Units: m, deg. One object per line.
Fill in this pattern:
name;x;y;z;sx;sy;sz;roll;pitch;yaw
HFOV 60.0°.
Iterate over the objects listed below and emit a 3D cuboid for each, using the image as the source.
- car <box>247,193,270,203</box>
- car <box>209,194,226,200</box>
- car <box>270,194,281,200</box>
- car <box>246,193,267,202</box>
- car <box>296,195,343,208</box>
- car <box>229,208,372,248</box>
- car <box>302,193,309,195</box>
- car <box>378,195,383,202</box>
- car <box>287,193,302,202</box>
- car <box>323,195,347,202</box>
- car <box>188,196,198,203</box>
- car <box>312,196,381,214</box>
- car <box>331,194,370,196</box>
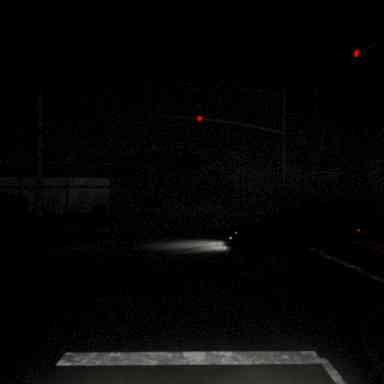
car;12.791;1.391;65.747;3.806;1.475;1.970;0;0;0
car;6.913;1.374;91.690;4.674;1.442;1.812;0;0;0
car;22.470;1.375;91.714;4.902;1.511;2.128;0;0;0
car;13.388;1.108;69.075;3.866;1.878;1.905;0;0;0
car;12.989;1.345;31.491;5.027;1.636;2.152;0;0;0
car;4.305;1.554;14.126;5.357;1.411;2.033;0;0;-1
car;20.611;1.322;53.362;4.514;1.523;2.007;0;0;0
car;38.667;1.182;62.757;5.027;1.636;2.152;0;0;0
car;21.270;1.127;65.822;4.605;1.855;1.932;0;0;0
car;31.251;1.331;72.805;4.514;1.523;2.007;0;0;0
car;0.210;1.578;69.764;2.033;1.411;5.357;0;0;0
car;13.054;1.352;28.354;4.514;1.523;2.007;0;0;0
car;20.612;1.339;43.369;3.633;1.501;1.845;0;0;0
